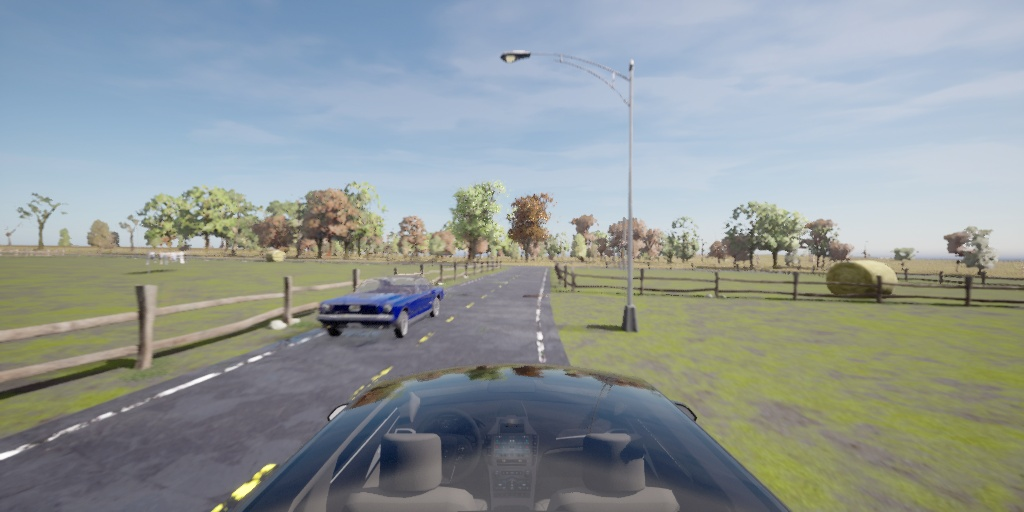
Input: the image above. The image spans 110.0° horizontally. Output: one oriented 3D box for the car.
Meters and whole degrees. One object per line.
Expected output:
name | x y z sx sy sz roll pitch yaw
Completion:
car | -3.378 1.243 10.185 1.895 1.301 4.718 0 0 3
